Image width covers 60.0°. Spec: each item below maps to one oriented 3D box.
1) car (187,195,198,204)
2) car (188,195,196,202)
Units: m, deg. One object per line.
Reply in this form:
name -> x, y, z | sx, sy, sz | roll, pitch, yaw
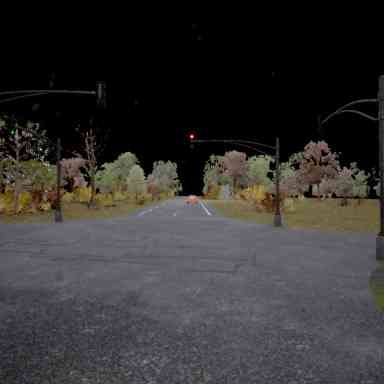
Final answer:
car -> 0.060, 1.425, 68.025 | 2.097, 1.767, 4.553 | 0, 0, 0
car -> 0.068, 1.451, 78.060 | 1.812, 1.442, 4.674 | 0, 0, 0
